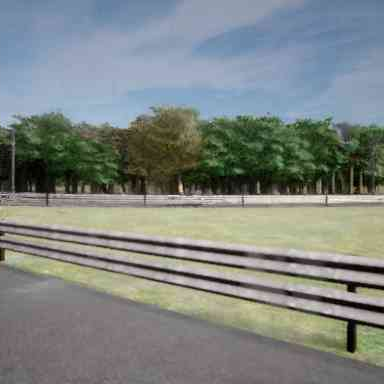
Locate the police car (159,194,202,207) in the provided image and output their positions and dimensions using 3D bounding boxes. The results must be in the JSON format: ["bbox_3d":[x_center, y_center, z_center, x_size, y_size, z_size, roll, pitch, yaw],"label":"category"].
[{"bbox_3d":[-1.288,0.976,38.991,4.974,1.542,2.038,0,-1,-4],"label":"police car"}]
